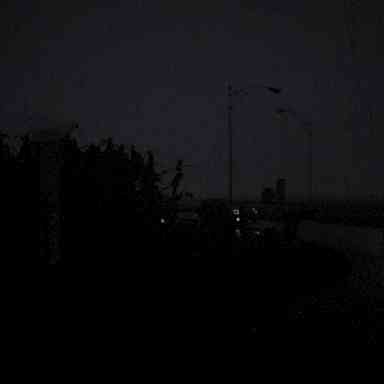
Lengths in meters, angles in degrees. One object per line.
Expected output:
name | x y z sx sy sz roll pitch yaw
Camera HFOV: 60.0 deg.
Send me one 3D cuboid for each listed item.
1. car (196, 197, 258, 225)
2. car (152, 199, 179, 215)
car | 2.253 1.184 22.197 2.097 1.767 4.553 -1 1 -36
car | -3.317 1.349 29.972 2.033 1.411 5.357 -1 1 -36
